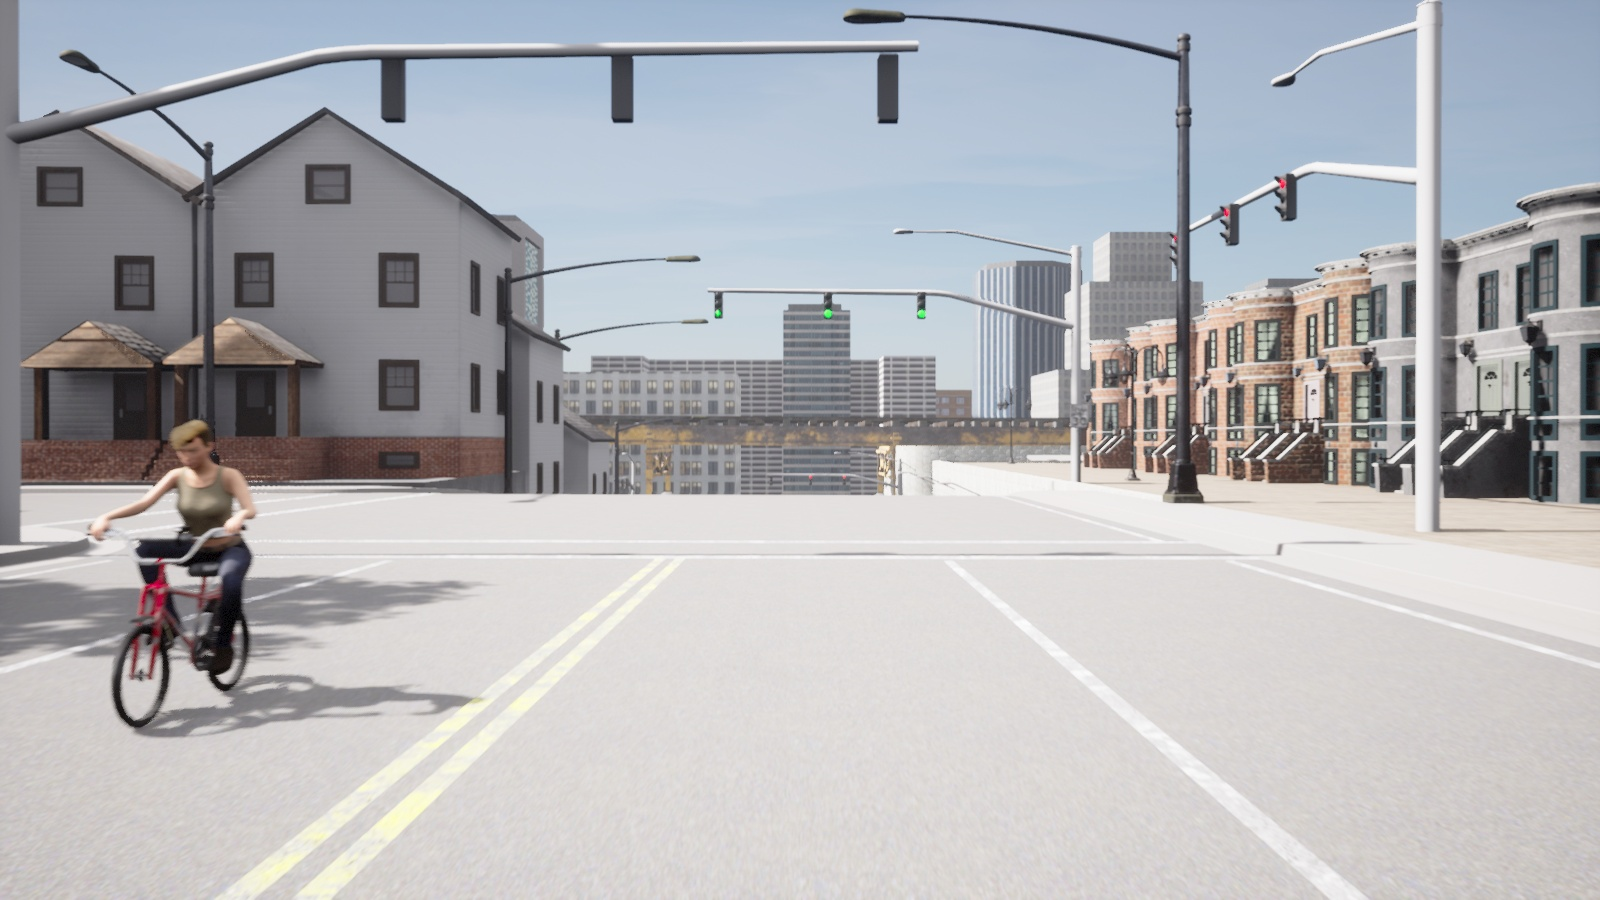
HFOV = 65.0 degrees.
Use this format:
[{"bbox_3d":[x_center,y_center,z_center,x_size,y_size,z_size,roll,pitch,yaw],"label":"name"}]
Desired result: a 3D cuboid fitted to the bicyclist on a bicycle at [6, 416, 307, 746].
[{"bbox_3d":[-3.440,0.636,6.888,0.866,1.612,1.509,0,0,1],"label":"bicyclist on a bicycle"}]
